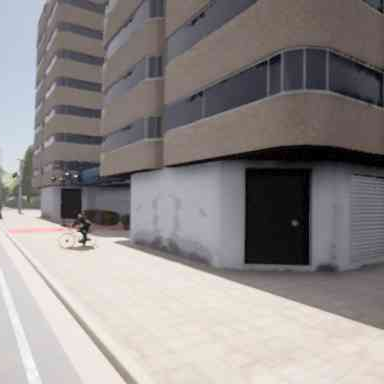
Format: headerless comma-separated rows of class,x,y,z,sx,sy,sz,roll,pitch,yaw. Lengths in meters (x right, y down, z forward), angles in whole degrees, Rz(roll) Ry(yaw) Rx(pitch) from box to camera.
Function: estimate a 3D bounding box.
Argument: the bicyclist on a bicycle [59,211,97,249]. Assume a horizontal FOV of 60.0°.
bicyclist on a bicycle,-4.937,1.648,14.509,1.656,1.620,0.582,2,-2,-33
